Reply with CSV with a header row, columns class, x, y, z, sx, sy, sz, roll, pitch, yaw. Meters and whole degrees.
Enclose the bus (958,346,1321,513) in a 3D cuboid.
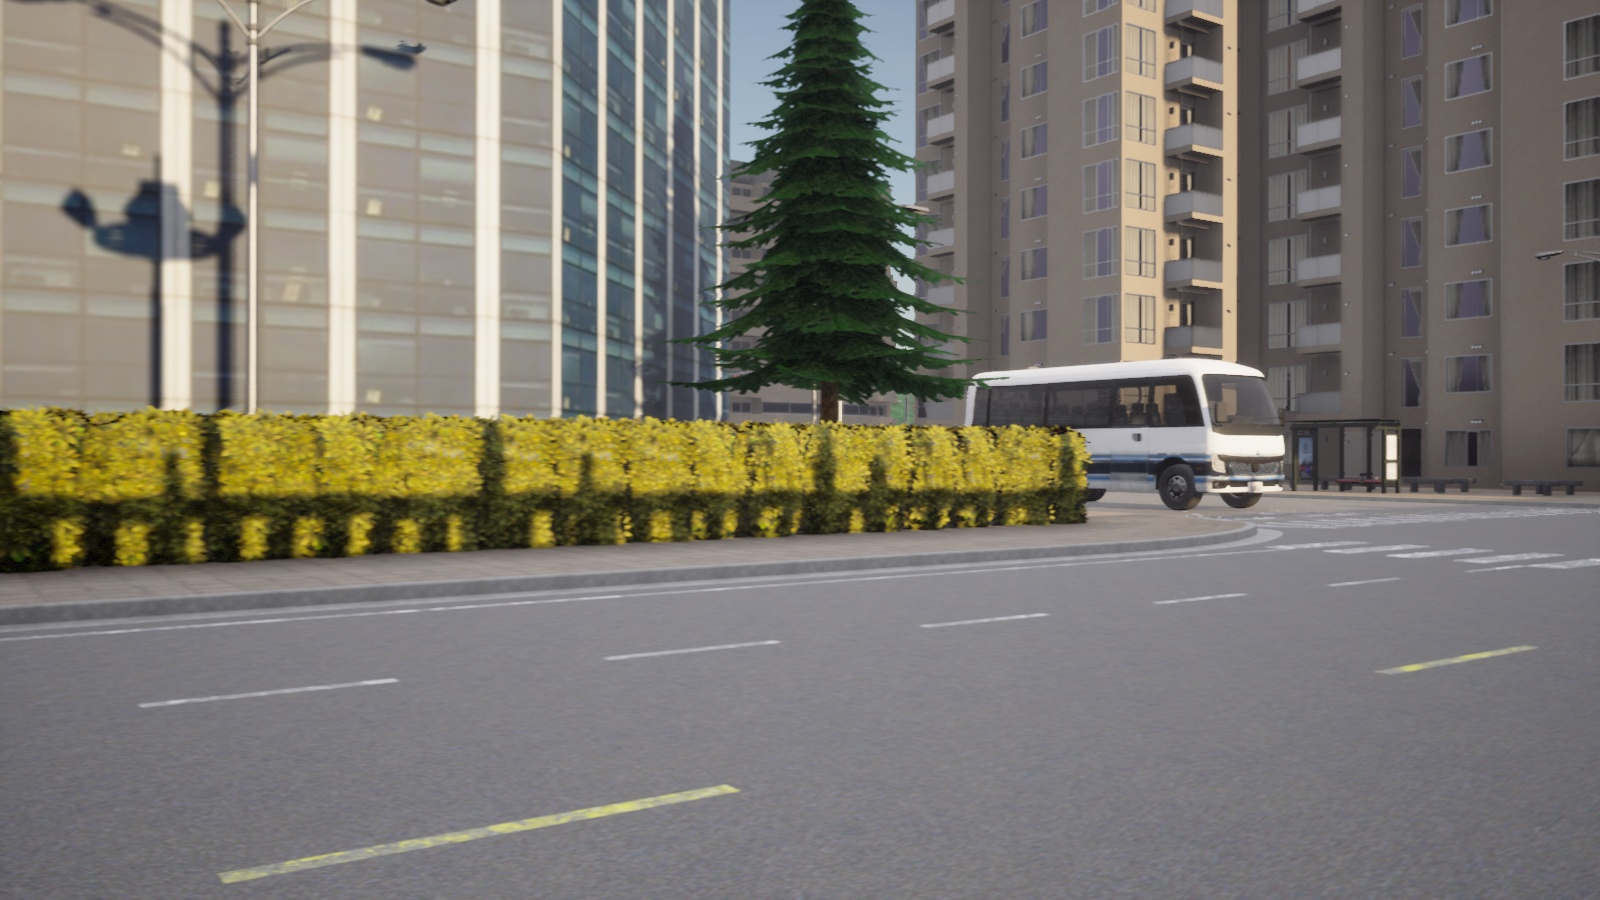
class,x,y,z,sx,sy,sz,roll,pitch,yaw
bus,9.647,-0.505,37.309,3.944,4.253,10.273,0,0,-35
